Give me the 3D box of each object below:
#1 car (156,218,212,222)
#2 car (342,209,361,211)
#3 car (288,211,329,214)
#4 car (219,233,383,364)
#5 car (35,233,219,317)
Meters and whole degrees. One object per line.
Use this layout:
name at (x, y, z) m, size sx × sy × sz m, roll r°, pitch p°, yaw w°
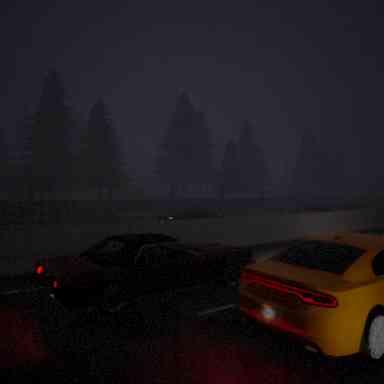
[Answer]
car at (-0.172, 1.558, 21.061) m, size 4.181 × 1.385 × 1.994 m, roll 0°, pitch 0°, yaw -35°
car at (17.508, 1.579, 37.955) m, size 4.718 × 1.301 × 1.895 m, roll 0°, pitch 0°, yaw -35°
car at (7.866, 1.553, 22.491) m, size 4.181 × 1.385 × 1.994 m, roll 0°, pitch 0°, yaw -35°
car at (3.046, 1.474, 5.917) m, size 5.008 × 1.535 × 1.882 m, roll 0°, pitch 0°, yaw -35°
car at (-0.803, 1.599, 7.471) m, size 4.718 × 1.301 × 1.895 m, roll 0°, pitch 0°, yaw -36°
